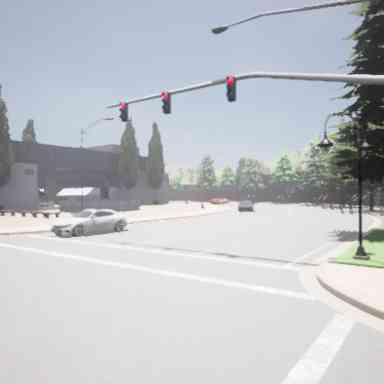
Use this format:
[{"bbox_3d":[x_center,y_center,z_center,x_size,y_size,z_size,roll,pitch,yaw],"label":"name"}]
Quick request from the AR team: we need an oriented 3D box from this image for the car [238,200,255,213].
[{"bbox_3d":[6.767,1.733,40.836,2.033,1.411,5.357,0,0,14],"label":"car"}]

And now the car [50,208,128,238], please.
[{"bbox_3d":[-5.779,1.699,19.238,1.812,1.442,4.674,-1,0,35],"label":"car"}]

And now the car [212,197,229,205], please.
[{"bbox_3d":[5.641,1.694,66.068,2.097,1.767,4.553,-1,0,-21],"label":"car"}]
